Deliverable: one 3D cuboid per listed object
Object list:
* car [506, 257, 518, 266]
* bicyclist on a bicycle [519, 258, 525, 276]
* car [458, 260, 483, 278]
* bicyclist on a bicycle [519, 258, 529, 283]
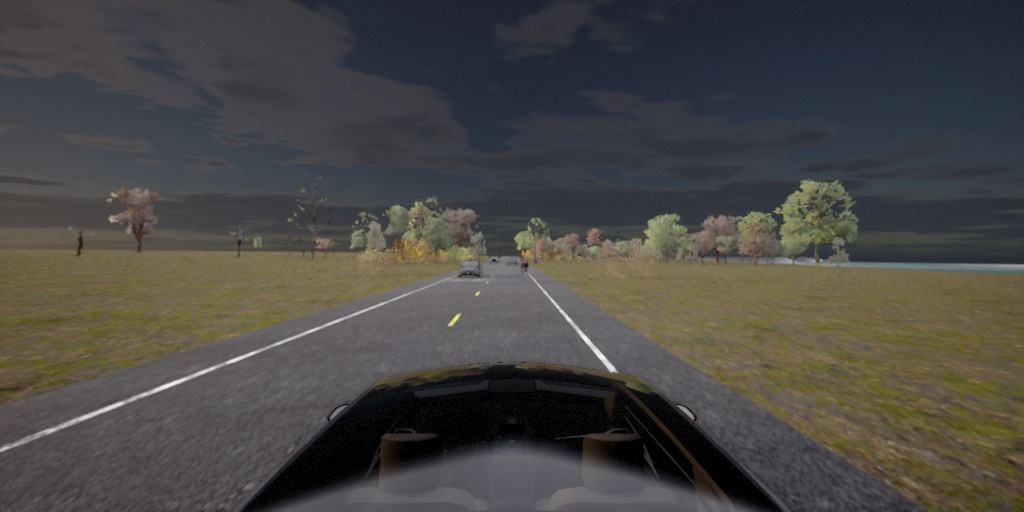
[{"bbox_3d":[0.031,0.950,65.288,2.128,1.511,4.902,0,0,1],"label":"car"},{"bbox_3d":[0.963,1.053,34.438,0.582,1.620,1.656,0,0,0],"label":"bicyclist on a bicycle"},{"bbox_3d":[-3.583,1.117,31.590,1.837,1.490,4.892,0,1,0],"label":"car"},{"bbox_3d":[0.962,1.010,25.943,0.659,1.776,1.843,0,0,0],"label":"bicyclist on a bicycle"}]
